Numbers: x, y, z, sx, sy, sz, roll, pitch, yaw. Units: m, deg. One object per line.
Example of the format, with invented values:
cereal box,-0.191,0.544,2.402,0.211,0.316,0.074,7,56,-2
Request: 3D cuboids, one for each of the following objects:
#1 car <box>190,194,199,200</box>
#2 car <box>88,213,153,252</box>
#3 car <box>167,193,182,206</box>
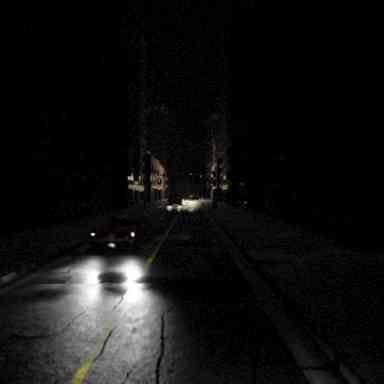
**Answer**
car,0.975,1.580,95.469,1.882,1.535,5.008,0,0,0
car,-2.848,1.600,14.099,1.895,1.301,4.718,0,0,0
car,-2.809,1.252,55.061,2.150,2.045,5.566,0,0,0
